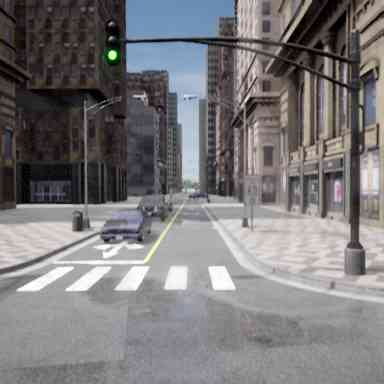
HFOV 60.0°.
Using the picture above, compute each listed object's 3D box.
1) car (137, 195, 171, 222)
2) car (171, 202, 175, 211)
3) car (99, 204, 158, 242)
[{"bbox_3d":[-3.139,1.241,27.085,2.150,2.045,5.566,0,0,-1],"label":"car"},{"bbox_3d":[-3.137,1.538,37.417,1.812,1.442,4.674,0,0,0],"label":"car"},{"bbox_3d":[-3.128,1.574,16.867,2.033,1.411,5.357,0,0,0],"label":"car"}]
